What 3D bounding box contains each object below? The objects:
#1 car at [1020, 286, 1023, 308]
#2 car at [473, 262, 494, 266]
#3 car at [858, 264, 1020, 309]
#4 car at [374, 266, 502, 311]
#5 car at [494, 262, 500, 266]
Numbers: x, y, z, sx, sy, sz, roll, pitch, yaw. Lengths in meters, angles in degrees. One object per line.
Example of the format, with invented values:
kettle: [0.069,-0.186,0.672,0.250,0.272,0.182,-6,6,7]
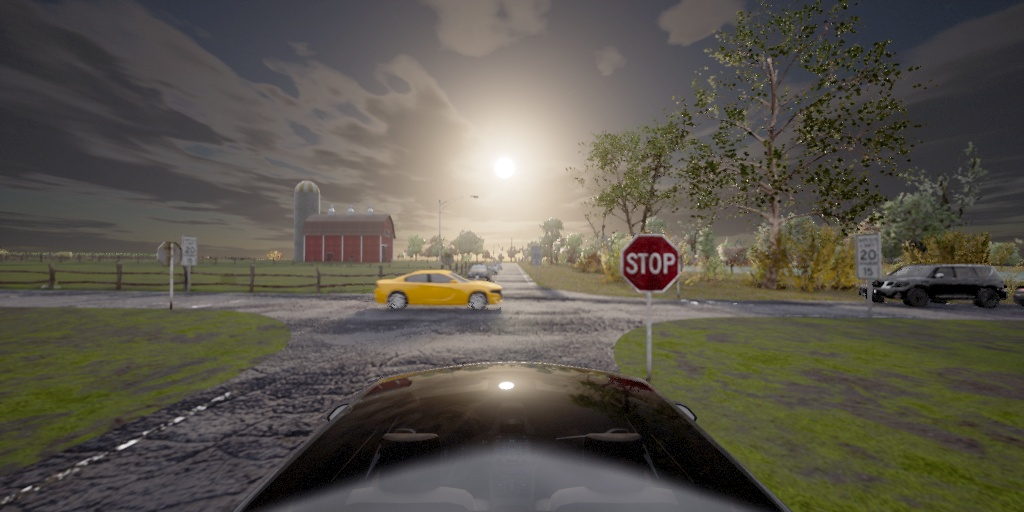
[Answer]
car: [23.825,1.670,14.661,4.902,1.511,2.128,1,-1,0]
car: [-2.843,1.460,31.550,1.812,1.442,4.674,0,0,0]
car: [20.369,1.411,17.493,5.566,2.045,2.150,1,-1,0]
car: [-2.902,1.312,14.477,5.008,1.535,1.882,0,0,0]
car: [-2.836,1.632,45.842,1.895,1.301,4.718,0,0,0]
